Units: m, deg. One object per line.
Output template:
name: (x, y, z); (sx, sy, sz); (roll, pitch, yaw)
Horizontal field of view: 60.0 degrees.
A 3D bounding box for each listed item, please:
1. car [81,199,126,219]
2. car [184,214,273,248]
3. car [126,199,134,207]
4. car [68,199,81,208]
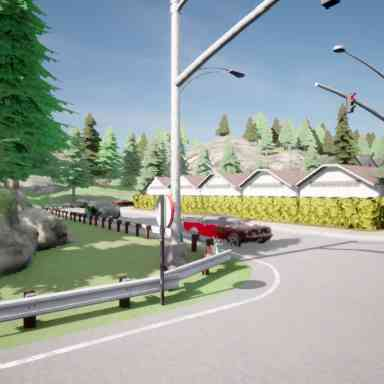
car: (-8.153, 1.544, 30.306); (2.097, 1.767, 4.553); (0, 0, -34)
car: (1.650, 1.792, 16.336); (1.895, 1.301, 4.718); (0, 0, -36)
car: (-11.010, 1.777, 53.305); (1.895, 1.301, 4.718); (0, 0, 33)
car: (-16.387, 1.724, 50.449); (2.033, 1.411, 5.357); (0, 0, 17)
